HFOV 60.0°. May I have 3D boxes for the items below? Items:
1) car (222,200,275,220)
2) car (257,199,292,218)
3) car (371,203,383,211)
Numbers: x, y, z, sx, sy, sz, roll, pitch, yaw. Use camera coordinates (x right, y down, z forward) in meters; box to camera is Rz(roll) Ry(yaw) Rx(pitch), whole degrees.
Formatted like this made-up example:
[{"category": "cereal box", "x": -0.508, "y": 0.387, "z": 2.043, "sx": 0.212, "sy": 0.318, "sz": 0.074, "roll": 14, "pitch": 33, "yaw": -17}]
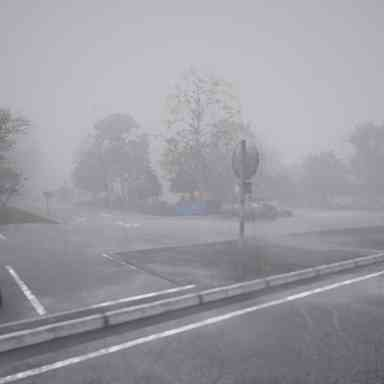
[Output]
[{"category": "car", "x": 4.743, "y": 1.650, "z": 29.868, "sx": 2.002, "sy": 1.452, "sz": 4.674, "roll": 1, "pitch": -1, "yaw": -36}, {"category": "car", "x": 7.289, "y": 1.525, "z": 31.761, "sx": 2.185, "sy": 1.767, "sz": 4.553, "roll": 1, "pitch": -1, "yaw": -36}, {"category": "car", "x": 27.165, "y": 2.014, "z": 45.797, "sx": 2.002, "sy": 1.452, "sz": 4.674, "roll": 1, "pitch": -1, "yaw": -35}]
